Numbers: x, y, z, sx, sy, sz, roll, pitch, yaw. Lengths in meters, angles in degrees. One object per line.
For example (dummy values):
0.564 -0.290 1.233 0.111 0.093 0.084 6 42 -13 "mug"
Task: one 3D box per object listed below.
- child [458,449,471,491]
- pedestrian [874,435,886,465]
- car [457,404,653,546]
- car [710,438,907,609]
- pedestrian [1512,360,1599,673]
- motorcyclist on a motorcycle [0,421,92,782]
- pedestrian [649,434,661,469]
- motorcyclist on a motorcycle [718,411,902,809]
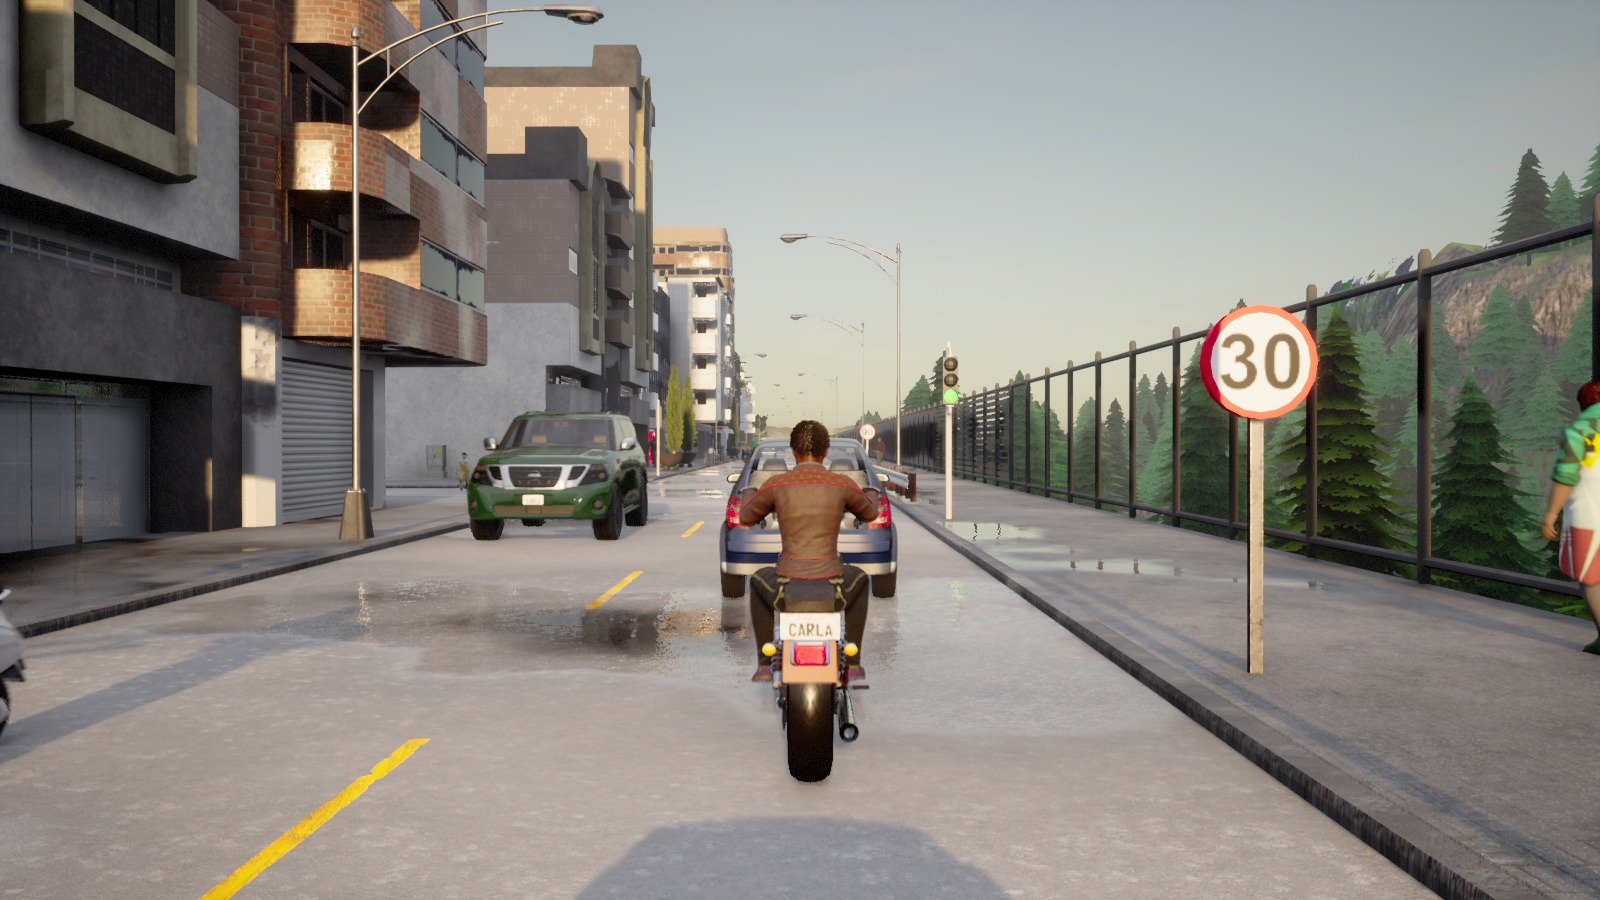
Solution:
-10.191 0.603 38.152 0.270 1.263 0.437 0 0 0 "child"
4.971 0.018 78.456 0.634 1.844 0.899 0 0 -3 "pedestrian"
-3.842 0.345 20.800 2.150 2.045 5.566 0 0 0 "car"
0.087 0.652 13.289 1.789 1.549 3.705 0 1 0 "car"
5.267 0.414 8.262 0.659 1.952 0.873 0 0 0 "pedestrian"
-3.956 0.667 5.329 0.866 1.590 1.817 0 0 0 "motorcyclist on a motorcycle"
-7.916 0.060 68.556 0.563 1.883 0.849 0 0 1 "pedestrian"
0.049 0.661 6.386 0.766 1.649 2.350 0 0 0 "motorcyclist on a motorcycle"
